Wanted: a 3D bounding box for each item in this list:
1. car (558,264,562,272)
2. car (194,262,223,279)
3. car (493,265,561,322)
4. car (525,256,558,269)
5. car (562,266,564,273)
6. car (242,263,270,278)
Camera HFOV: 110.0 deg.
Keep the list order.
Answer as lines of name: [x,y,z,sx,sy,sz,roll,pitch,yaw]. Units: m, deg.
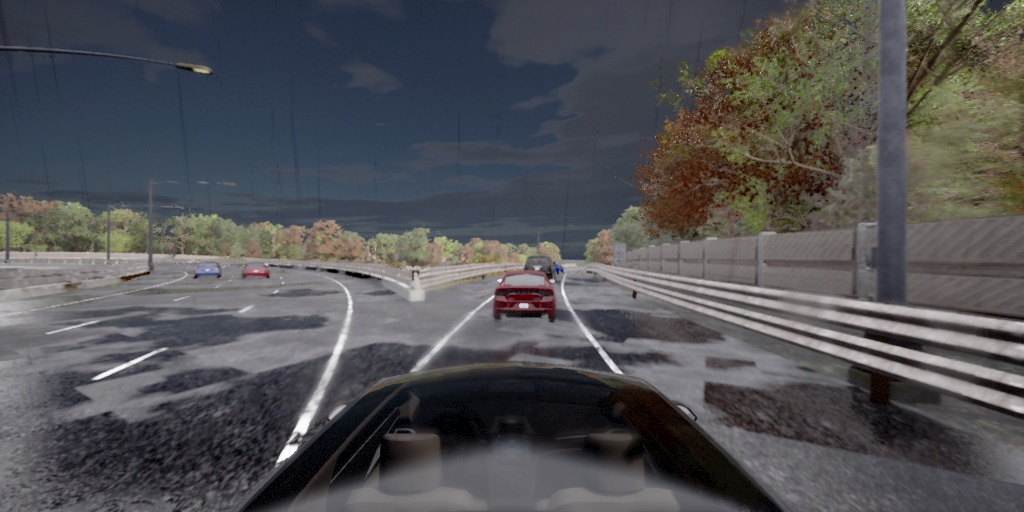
car: [5.026,1.498,45.255,1.882,1.535,5.008,0,-2,9]
car: [-27.439,1.263,32.465,2.033,1.411,5.357,0,0,-38]
car: [0.485,1.237,12.456,1.882,1.535,5.008,0,0,4]
car: [2.181,0.996,27.829,2.150,2.045,5.566,0,0,9]
car: [7.688,2.163,60.147,1.882,1.535,5.008,0,-3,10]
car: [-23.697,1.288,33.190,1.994,1.385,4.181,0,0,-37]
